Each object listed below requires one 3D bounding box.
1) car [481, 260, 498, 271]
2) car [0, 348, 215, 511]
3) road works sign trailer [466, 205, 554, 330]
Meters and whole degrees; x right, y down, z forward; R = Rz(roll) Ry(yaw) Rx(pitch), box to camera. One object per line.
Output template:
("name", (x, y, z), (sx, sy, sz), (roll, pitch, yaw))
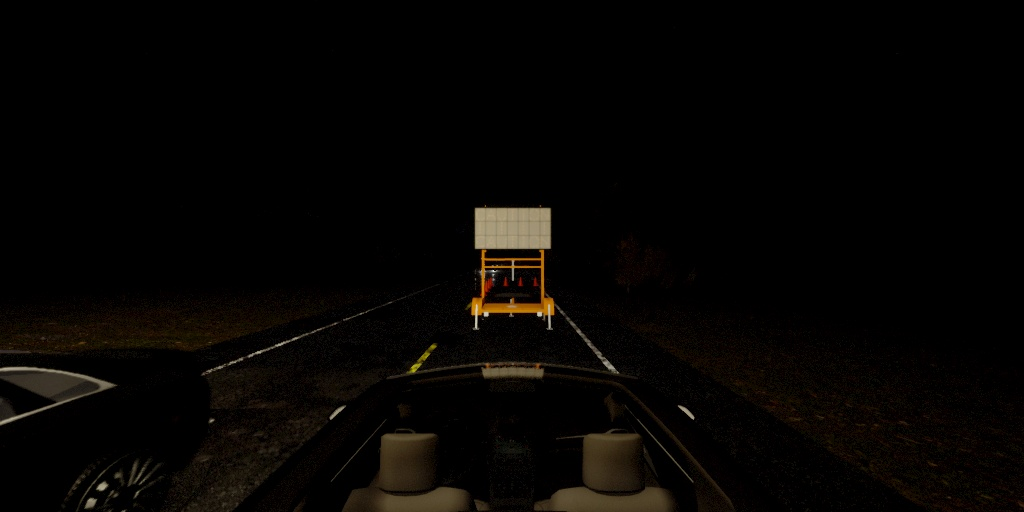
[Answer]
("car", (-3.349, 1.283, 51.008), (1.837, 1.490, 4.892), (0, 0, 0))
("car", (-3.503, 1.241, 1.023), (2.128, 1.511, 4.902), (0, 0, 0))
("road works sign trailer", (0.028, 0.215, 11.140), (2.380, 3.560, 2.880), (0, 0, 0))
